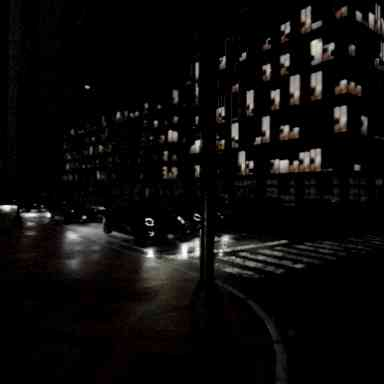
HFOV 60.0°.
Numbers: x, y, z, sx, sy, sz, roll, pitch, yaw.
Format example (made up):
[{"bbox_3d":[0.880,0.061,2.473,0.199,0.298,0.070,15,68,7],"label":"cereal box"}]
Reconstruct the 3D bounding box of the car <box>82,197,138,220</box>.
[{"bbox_3d":[-6.342,1.146,25.227,2.033,1.411,5.357,1,1,-39],"label":"car"}]

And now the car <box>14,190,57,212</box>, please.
[{"bbox_3d":[-13.830,0.882,29.248,1.837,1.490,4.892,1,1,-39],"label":"car"}]

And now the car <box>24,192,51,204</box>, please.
[{"bbox_3d":[-18.980,0.732,40.751,1.895,1.301,4.718,1,1,-39],"label":"car"}]

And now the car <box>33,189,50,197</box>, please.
[{"bbox_3d":[-28.636,0.184,63.096,1.812,1.442,4.674,1,1,-39],"label":"car"}]

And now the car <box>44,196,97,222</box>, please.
[{"bbox_3d":[-7.971,1.194,22.089,1.895,1.301,4.718,1,1,-39],"label":"car"}]

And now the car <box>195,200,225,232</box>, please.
[{"bbox_3d":[-0.326,1.172,17.906,2.097,1.767,4.553,1,1,-39],"label":"car"}]

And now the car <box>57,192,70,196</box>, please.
[{"bbox_3d":[-12.474,0.973,32.724,1.895,1.301,4.718,1,1,-39],"label":"car"}]

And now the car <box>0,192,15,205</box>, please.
[{"bbox_3d":[-20.179,0.706,37.067,1.994,1.385,4.181,1,1,-38],"label":"car"}]

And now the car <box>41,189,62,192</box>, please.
[{"bbox_3d":[-18.936,0.579,46.073,1.837,1.490,4.892,1,1,-39],"label":"car"}]

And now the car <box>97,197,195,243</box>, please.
[{"bbox_3d":[-2.260,1.155,15.138,2.097,1.767,4.553,1,1,-39],"label":"car"}]
